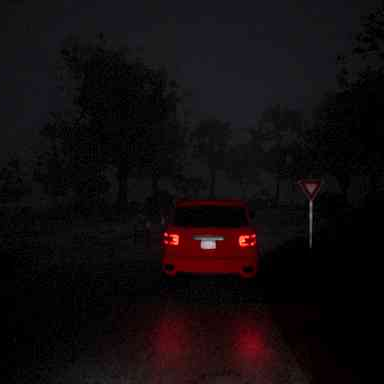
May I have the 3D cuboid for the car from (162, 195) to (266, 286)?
[{"bbox_3d":[0.627,1.120,9.301,2.150,2.045,5.566,0,1,6],"label":"car"}]

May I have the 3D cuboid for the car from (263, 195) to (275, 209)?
[{"bbox_3d":[7.366,1.077,37.078,1.882,1.535,5.008,1,0,-16],"label":"car"}]
